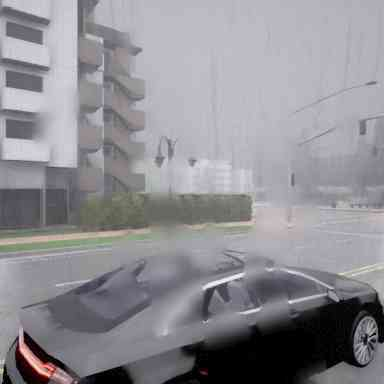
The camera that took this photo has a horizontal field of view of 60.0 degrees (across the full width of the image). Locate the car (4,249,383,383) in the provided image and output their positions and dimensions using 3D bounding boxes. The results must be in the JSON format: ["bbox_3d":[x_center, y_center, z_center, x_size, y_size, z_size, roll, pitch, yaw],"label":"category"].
[{"bbox_3d":[0.498,1.492,4.112,4.902,1.511,2.128,0,0,-35],"label":"car"}]
